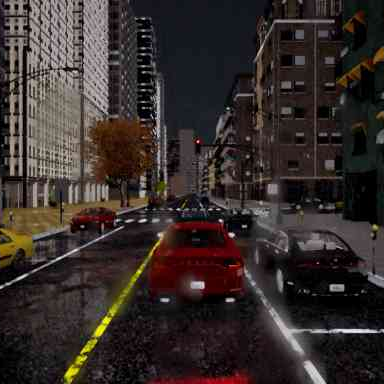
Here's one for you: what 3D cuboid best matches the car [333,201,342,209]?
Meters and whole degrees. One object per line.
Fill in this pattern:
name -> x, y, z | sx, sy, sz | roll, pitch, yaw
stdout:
car -> 18.889, 1.251, 38.871 | 4.829, 1.417, 1.752 | -1, 1, 0

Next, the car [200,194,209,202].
car -> 2.816, 1.616, 73.917 | 1.947, 1.339, 4.313 | 0, 0, 0

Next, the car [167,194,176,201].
car -> -5.537, 1.393, 90.501 | 2.192, 1.841, 5.009 | 0, 0, 0

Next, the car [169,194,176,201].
car -> -5.546, 1.633, 84.978 | 1.947, 1.339, 4.313 | 0, 0, 0

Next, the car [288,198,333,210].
car -> 13.492, 1.352, 38.826 | 4.403, 1.369, 2.008 | -1, 1, 0

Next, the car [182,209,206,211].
car -> 0.118, 1.601, 18.369 | 1.895, 1.301, 4.718 | 0, 0, 0

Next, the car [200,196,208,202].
car -> 2.826, 1.584, 79.610 | 1.752, 1.417, 4.829 | 0, 0, 0

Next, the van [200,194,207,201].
van -> 2.835, 1.409, 84.964 | 1.690, 1.788, 3.998 | 0, 0, 0

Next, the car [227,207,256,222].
car -> 2.722, 1.552, 19.438 | 2.008, 1.369, 4.403 | 0, 0, 0

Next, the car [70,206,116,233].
car -> -5.658, 1.546, 19.453 | 1.887, 1.381, 4.507 | 0, 0, 0

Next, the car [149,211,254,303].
car -> 0.105, 1.477, 8.278 | 1.882, 1.535, 5.008 | 0, 0, 0

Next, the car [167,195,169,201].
car -> -5.593, 1.596, 57.364 | 1.947, 1.339, 4.313 | 0, 0, 0

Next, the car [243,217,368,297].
car -> 2.703, 1.550, 8.372 | 2.008, 1.369, 4.403 | 0, 0, 0

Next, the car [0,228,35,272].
car -> -5.677, 1.525, 8.217 | 1.752, 1.417, 4.829 | 0, 0, 0

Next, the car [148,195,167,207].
car -> -5.603, 1.339, 51.841 | 2.192, 1.841, 5.009 | 0, 0, 0
